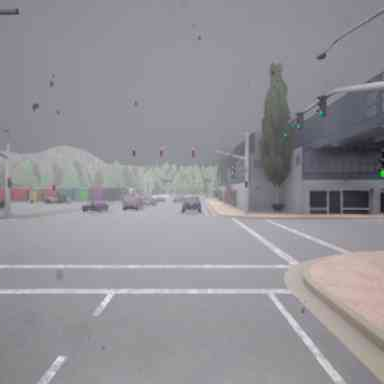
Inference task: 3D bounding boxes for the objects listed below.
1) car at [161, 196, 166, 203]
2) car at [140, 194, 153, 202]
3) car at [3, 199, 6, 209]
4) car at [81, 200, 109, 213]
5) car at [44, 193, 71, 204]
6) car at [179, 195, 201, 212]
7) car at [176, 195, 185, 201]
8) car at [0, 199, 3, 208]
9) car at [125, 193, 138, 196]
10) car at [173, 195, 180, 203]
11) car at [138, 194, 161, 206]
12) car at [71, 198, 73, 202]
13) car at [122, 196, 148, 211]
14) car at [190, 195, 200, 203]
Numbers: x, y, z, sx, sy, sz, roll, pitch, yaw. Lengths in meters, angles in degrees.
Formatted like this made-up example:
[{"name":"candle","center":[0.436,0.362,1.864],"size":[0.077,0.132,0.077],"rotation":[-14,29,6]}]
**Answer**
[{"name":"car","center":[-6.413,1.543,68.399],"size":[1.994,1.385,4.181],"rotation":[0,0,2]},{"name":"car","center":[-9.830,1.295,71.621],"size":[2.097,1.767,4.553],"rotation":[0,0,1]},{"name":"car","center":[-24.917,1.168,41.300],"size":[3.866,1.878,1.905],"rotation":[0,0,0]},{"name":"car","center":[-10.753,1.611,37.240],"size":[1.895,1.301,4.718],"rotation":[0,0,1]},{"name":"car","center":[-24.944,1.174,60.924],"size":[3.866,1.878,1.905],"rotation":[0,0,0]},{"name":"car","center":[-0.022,1.363,38.860],"size":[2.097,1.767,4.553],"rotation":[0,0,1]},{"name":"car","center":[-2.644,1.493,78.634],"size":[1.994,1.385,4.181],"rotation":[0,0,1]},{"name":"car","center":[-24.973,1.165,38.406],"size":[4.605,1.855,1.932],"rotation":[0,0,0]},{"name":"car","center":[-10.263,1.242,56.392],"size":[2.150,2.045,5.566],"rotation":[0,-1,2]},{"name":"car","center":[-2.900,1.573,68.841],"size":[1.994,1.385,4.181],"rotation":[0,0,1]},{"name":"car","center":[-6.852,1.507,53.745],"size":[2.128,1.511,4.902],"rotation":[0,0,2]},{"name":"car","center":[-24.931,1.414,63.819],"size":[3.806,1.475,1.970],"rotation":[0,0,0]},{"name":"car","center":[-7.186,1.560,41.135],"size":[2.033,1.411,5.357],"rotation":[0,0,1]},{"name":"car","center":[0.744,1.547,74.301],"size":[2.128,1.511,4.902],"rotation":[0,0,1]}]
